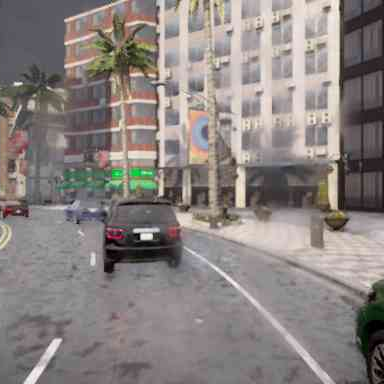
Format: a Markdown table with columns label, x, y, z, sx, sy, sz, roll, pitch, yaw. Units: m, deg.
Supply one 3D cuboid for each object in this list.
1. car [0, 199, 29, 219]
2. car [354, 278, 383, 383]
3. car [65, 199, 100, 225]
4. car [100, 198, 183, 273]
| label | x | y | z | sx | sy | sz | roll | pitch | yaw |
| --- | --- | --- | --- | --- | --- | --- | --- | --- | --- |
| car | -15.654 | 1.415 | 28.686 | 1.882 | 1.535 | 5.008 | 0 | 0 | -42 |
| car | 2.978 | 1.214 | 1.442 | 2.150 | 2.045 | 5.566 | 0 | 0 | -1 |
| car | -7.825 | 1.297 | 24.234 | 2.097 | 1.767 | 4.553 | 0 | 0 | -32 |
| car | -1.804 | 1.198 | 10.942 | 2.150 | 2.045 | 5.566 | 0 | 0 | -14 |
